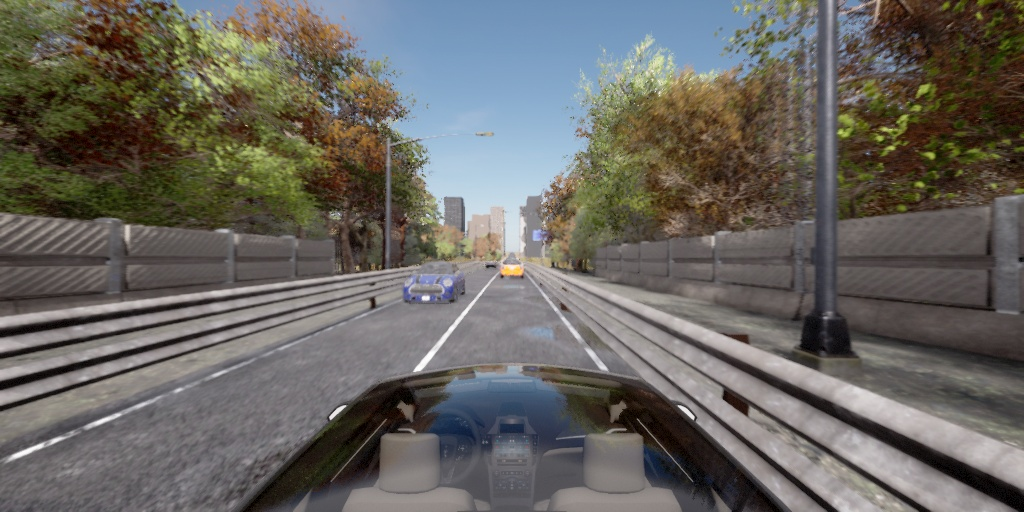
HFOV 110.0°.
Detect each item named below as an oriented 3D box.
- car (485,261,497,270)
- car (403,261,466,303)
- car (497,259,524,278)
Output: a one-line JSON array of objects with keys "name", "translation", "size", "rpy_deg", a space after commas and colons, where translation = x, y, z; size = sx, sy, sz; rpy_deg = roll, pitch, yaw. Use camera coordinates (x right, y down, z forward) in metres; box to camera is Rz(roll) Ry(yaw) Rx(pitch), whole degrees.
[{"name": "car", "translation": [-3.282, 1.530, 57.738], "size": [1.895, 1.301, 4.718], "rpy_deg": [0, -1, 1]}, {"name": "car", "translation": [-3.342, 1.043, 16.197], "size": [2.097, 1.767, 4.553], "rpy_deg": [0, 0, 0]}, {"name": "car", "translation": [0.003, 1.070, 32.779], "size": [2.097, 1.767, 4.553], "rpy_deg": [0, 0, 0]}]
